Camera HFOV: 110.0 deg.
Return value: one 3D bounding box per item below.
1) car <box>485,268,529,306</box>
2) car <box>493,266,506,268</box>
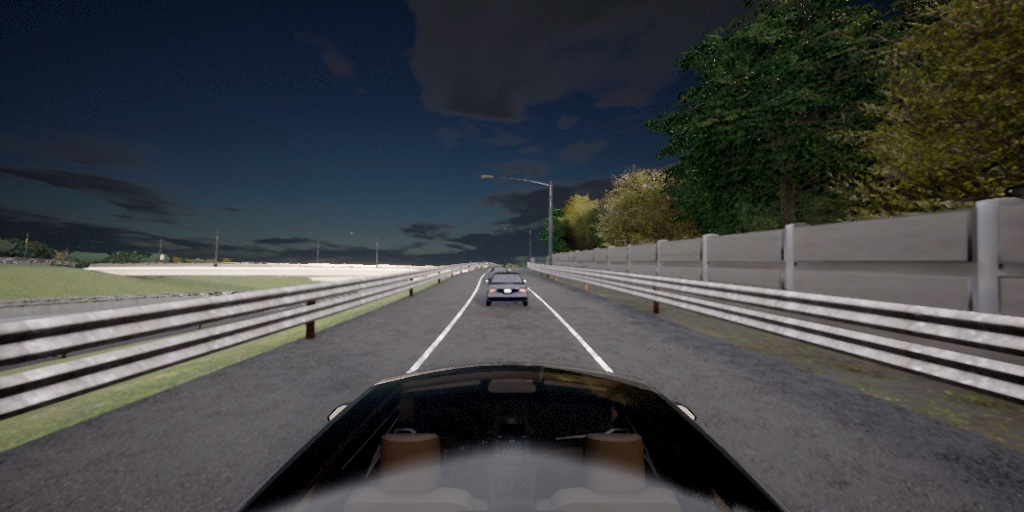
[{"bbox_3d":[-0.260,1.447,16.679,2.033,1.411,5.357,0,-1,-2],"label":"car"},{"bbox_3d":[-1.103,1.616,32.033,1.994,1.385,4.181,0,-1,-4],"label":"car"}]
